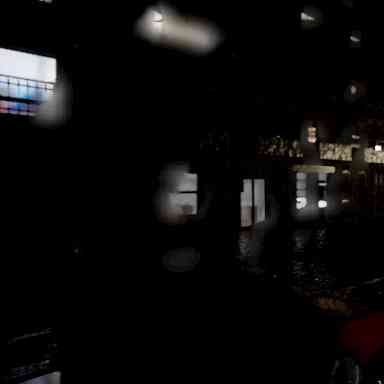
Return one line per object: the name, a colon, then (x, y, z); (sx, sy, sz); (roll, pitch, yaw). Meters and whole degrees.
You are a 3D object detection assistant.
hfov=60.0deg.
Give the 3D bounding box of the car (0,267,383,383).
car: (-0.072, 1.599, 3.326); (4.718, 1.301, 1.895); (0, 0, -35)
